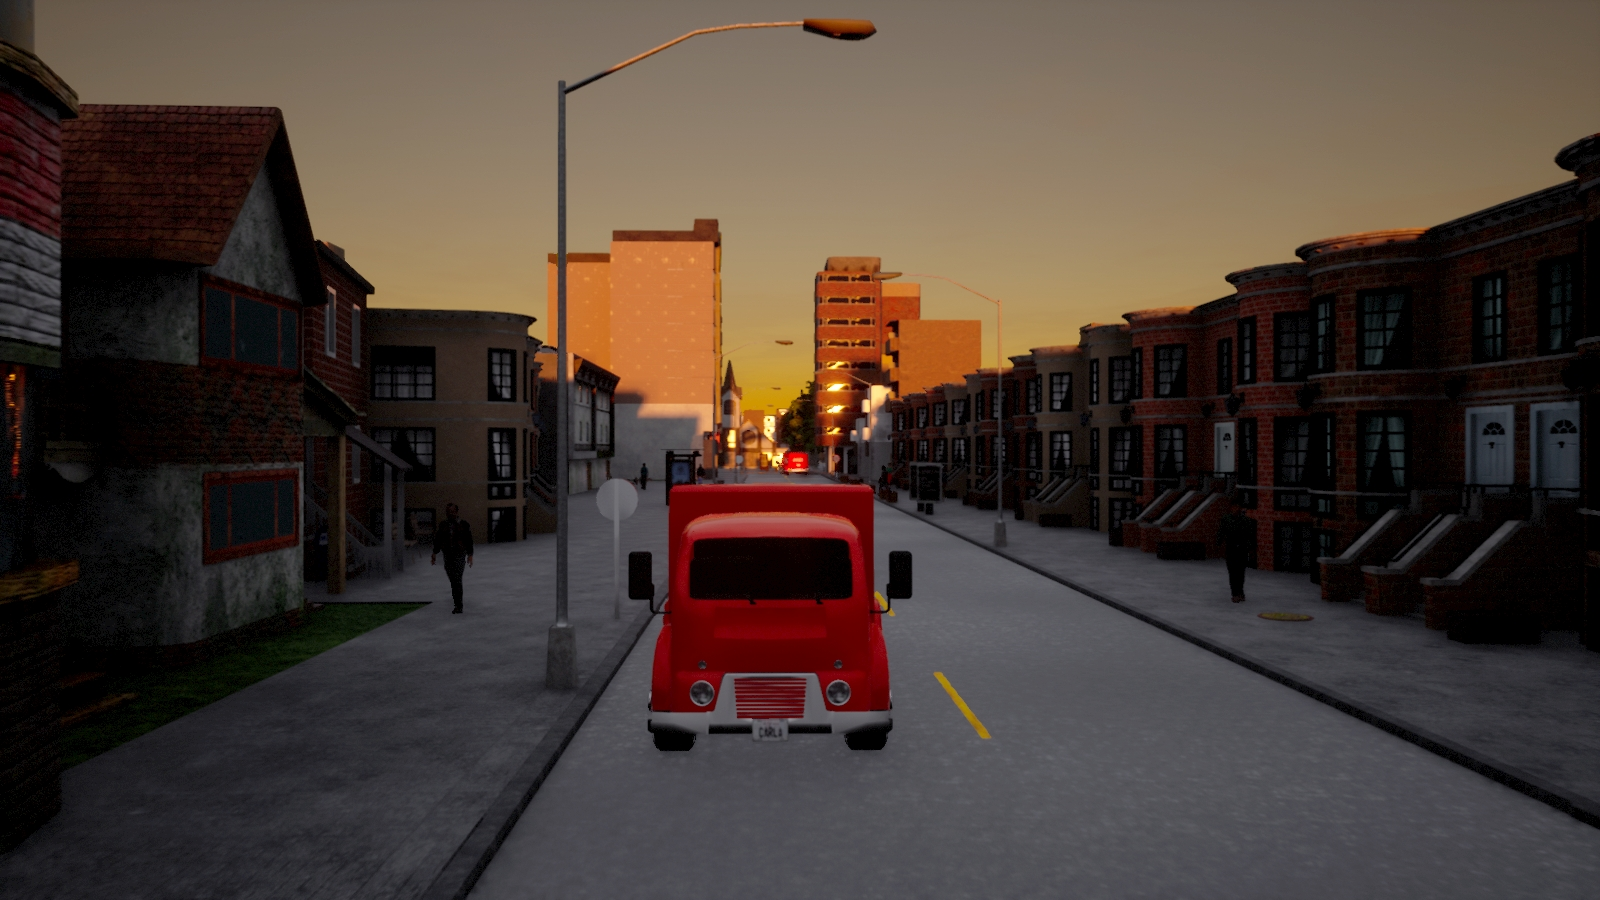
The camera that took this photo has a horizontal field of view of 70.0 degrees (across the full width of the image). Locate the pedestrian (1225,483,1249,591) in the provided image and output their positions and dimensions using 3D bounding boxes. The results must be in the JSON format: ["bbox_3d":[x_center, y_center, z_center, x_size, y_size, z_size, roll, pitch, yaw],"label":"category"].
[{"bbox_3d":[7.677,1.524,20.080,0.375,1.860,0.375,0,0,19],"label":"pedestrian"}]

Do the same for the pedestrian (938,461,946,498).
[{"bbox_3d":[7.351,1.525,59.230,0.375,1.860,0.375,0,0,2],"label":"pedestrian"}]

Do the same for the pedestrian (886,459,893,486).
[{"bbox_3d":[6.086,1.525,77.689,0.375,1.860,0.375,0,0,-1],"label":"pedestrian"}]

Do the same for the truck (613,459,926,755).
[{"bbox_3d":[-0.303,1.364,12.201,2.627,2.467,5.204,0,-1,-1],"label":"truck"}]

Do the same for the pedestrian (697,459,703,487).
[{"bbox_3d":[-6.718,1.526,76.930,0.375,1.860,0.375,0,0,-4],"label":"pedestrian"}]

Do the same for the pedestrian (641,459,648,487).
[{"bbox_3d":[-10.273,1.529,75.328,0.375,1.860,0.375,0,0,9],"label":"pedestrian"}]

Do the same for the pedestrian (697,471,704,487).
[{"bbox_3d":[-6.543,1.907,75.194,0.500,1.100,0.500,0,0,-3],"label":"pedestrian"}]

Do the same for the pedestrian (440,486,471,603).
[{"bbox_3d":[-5.570,1.524,18.493,0.375,1.860,0.375,0,0,2],"label":"pedestrian"}]

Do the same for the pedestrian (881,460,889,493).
[{"bbox_3d":[4.833,1.525,65.032,0.375,1.860,0.375,0,0,29],"label":"pedestrian"}]
